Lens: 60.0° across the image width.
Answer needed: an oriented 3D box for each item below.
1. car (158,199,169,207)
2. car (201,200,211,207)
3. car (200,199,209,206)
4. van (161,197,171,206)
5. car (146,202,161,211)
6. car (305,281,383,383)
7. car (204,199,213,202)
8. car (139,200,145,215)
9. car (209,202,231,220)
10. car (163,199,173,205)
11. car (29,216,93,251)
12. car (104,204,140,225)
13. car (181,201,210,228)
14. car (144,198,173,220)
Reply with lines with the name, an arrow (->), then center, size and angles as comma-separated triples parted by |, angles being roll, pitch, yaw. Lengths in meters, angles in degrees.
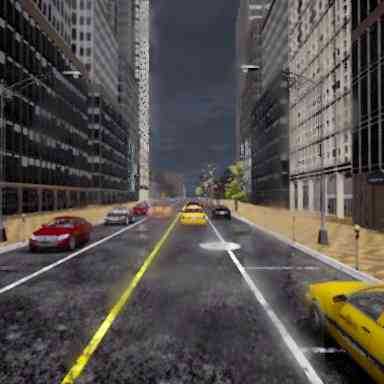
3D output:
car -> -5.620, 2.136, 66.177 | 1.967, 1.590, 4.097 | 0, -1, 0
car -> 2.760, 2.277, 66.153 | 1.802, 1.307, 4.206 | 0, -1, 0
car -> 2.766, 2.279, 72.016 | 1.752, 1.417, 4.829 | 0, -1, 0
van -> -5.614, 2.094, 71.871 | 1.690, 1.788, 3.998 | 0, -1, 0
car -> -5.638, 2.104, 49.101 | 1.802, 1.307, 4.206 | 0, -1, 0
car -> 2.698, 1.567, 3.715 | 1.752, 1.417, 4.829 | 0, -1, 0
car -> 2.749, 2.020, 54.771 | 1.967, 1.590, 4.097 | 0, -1, 0
car -> -5.649, 1.948, 37.717 | 1.887, 1.381, 4.507 | 0, -1, 0
car -> 2.726, 1.910, 32.004 | 1.947, 1.339, 4.313 | 0, -1, 0
car -> -5.609, 2.376, 77.561 | 1.947, 1.339, 4.313 | 0, -1, 0
car -> -5.672, 1.745, 14.948 | 1.802, 1.307, 4.206 | 0, -1, 0
car -> -5.661, 1.835, 26.333 | 2.008, 1.369, 4.403 | 0, -1, 0
car -> 0.126, 1.722, 24.596 | 1.801, 1.575, 5.366 | 0, -1, 0
car -> -3.011, 1.699, 32.336 | 2.097, 1.767, 4.553 | 0, -1, 1
